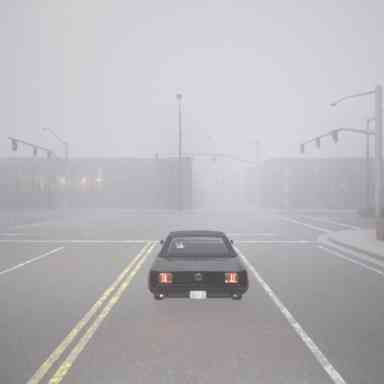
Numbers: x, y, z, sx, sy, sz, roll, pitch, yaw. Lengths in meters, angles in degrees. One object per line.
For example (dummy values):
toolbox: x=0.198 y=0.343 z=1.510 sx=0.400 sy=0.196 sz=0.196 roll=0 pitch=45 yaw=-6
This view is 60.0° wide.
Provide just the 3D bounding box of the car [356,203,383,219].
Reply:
car: x=16.893 y=1.601 z=28.749 sx=4.718 sy=1.301 sz=1.895 roll=0 pitch=0 yaw=0

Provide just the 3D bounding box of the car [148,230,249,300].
car: x=0.121 y=1.601 z=8.334 sx=1.895 sy=1.301 sz=4.718 roll=0 pitch=0 yaw=0
